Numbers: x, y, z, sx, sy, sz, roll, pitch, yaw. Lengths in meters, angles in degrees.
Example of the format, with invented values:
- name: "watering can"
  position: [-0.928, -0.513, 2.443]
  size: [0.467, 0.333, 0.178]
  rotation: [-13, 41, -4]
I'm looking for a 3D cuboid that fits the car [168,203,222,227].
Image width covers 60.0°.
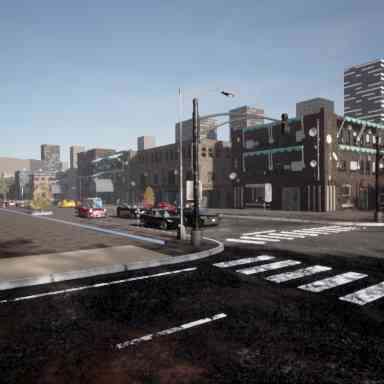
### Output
- name: "car"
  position: [0.263, 1.783, 24.397]
  size: [1.994, 1.385, 4.181]
  rotation: [-1, 0, -38]

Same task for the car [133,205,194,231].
- name: "car"
  position: [-2.042, 1.815, 22.959]
  size: [1.947, 1.339, 4.313]
  rotation: [-2, 0, -37]

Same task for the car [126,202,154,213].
- name: "car"
  position: [-6.863, 1.966, 43.597]
  size: [1.802, 1.307, 4.206]
  rotation: [-2, 0, -37]

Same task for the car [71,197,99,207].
- name: "car"
  position: [-16.952, 1.909, 52.770]
  size: [2.097, 1.767, 4.553]
  rotation: [-1, 0, -37]

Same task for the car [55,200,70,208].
- name: "car"
  position: [-22.966, 2.142, 60.810]
  size: [1.882, 1.535, 5.008]
  rotation: [-1, 0, -37]

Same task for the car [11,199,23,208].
- name: "car"
  position: [-33.469, 2.376, 65.168]
  size: [2.008, 1.369, 4.403]
  rotation: [-1, 0, -37]

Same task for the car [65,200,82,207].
- name: "car"
  position: [-23.443, 2.227, 65.757]
  size: [1.887, 1.381, 4.507]
  rotation: [-1, 0, -37]

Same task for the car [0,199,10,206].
- name: "car"
  position: [-46.731, 2.597, 82.895]
  size: [1.887, 1.381, 4.507]
  rotation: [-1, 0, -37]

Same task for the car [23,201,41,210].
- name: "car"
  position: [-26.735, 2.233, 56.167]
  size: [1.752, 1.417, 4.829]
  rotation: [-1, 0, -37]

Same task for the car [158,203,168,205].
- name: "car"
  position: [-3.548, 1.904, 39.165]
  size: [1.802, 1.307, 4.206]
  rotation: [-2, 0, -37]

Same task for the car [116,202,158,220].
- name: "car"
  position: [-5.721, 1.825, 32.421]
  size: [2.128, 1.511, 4.902]
  rotation: [-1, 0, -37]

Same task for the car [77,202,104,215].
- name: "car"
  position: [-12.948, 1.995, 42.108]
  size: [1.812, 1.442, 4.674]
  rotation: [-1, 0, -37]

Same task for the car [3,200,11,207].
- name: "car"
  position: [-40.102, 2.380, 74.031]
  size: [1.967, 1.590, 4.097]
  rotation: [-1, 0, -37]

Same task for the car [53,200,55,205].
- name: "car"
  position: [-30.075, 2.364, 74.622]
  size: [1.947, 1.339, 4.313]
  rotation: [-1, 0, -37]

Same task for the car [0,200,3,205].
- name: "car"
  position: [-43.416, 2.547, 78.464]
  size: [2.008, 1.369, 4.403]
  rotation: [-1, 0, -37]

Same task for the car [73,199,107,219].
- name: "car"
  position: [-10.260, 1.846, 34.143]
  size: [1.967, 1.590, 4.097]
  rotation: [-2, 0, -37]
